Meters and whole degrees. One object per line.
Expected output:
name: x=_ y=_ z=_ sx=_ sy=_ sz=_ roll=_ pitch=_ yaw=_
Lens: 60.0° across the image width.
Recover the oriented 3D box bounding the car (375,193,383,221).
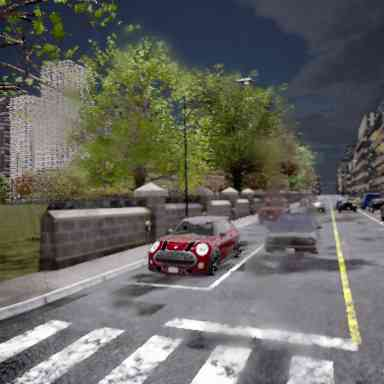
car: x=14.317 y=1.200 z=22.788 sx=2.192 sy=1.841 sz=5.009 roll=-1 pitch=-1 yaw=22

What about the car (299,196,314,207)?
car: x=19.211 y=1.873 z=56.615 sx=2.008 sy=1.369 sz=4.403 roll=-1 pitch=-1 yaw=22

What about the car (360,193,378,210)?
car: x=22.795 y=1.184 z=42.310 sx=2.150 sy=2.045 sz=5.566 roll=-2 pitch=-1 yaw=22

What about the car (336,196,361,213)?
car: x=17.502 y=1.568 z=37.461 sx=1.812 sy=1.442 sz=4.674 roll=-2 pitch=-1 yaw=23

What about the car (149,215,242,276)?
car: x=0.260 y=1.547 z=10.659 sx=1.967 sy=1.590 sz=4.097 roll=-1 pitch=-1 yaw=22

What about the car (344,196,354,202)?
car: x=39.588 y=1.737 z=84.062 sx=1.947 sy=1.339 sz=4.313 roll=-1 pitch=-1 yaw=22

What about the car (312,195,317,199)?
car: x=23.420 y=1.685 z=66.830 sx=2.192 sy=1.841 sz=5.009 roll=-1 pitch=-1 yaw=22

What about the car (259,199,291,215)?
car: x=6.575 y=1.494 z=25.979 sx=2.192 sy=1.841 sz=5.009 roll=-1 pitch=-1 yaw=22

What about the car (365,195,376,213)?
car: x=20.159 y=1.435 z=35.789 sx=1.837 sy=1.490 sz=4.892 roll=-2 pitch=-1 yaw=22

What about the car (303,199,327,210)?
car: x=13.299 y=1.737 z=35.430 sx=1.895 sy=1.301 sz=4.718 roll=-2 pitch=-1 yaw=23

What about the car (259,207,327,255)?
car: x=4.318 y=1.583 z=13.740 sx=2.033 sy=1.411 sz=5.357 roll=-2 pitch=-1 yaw=22

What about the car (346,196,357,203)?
car: x=35.376 y=1.690 z=73.848 sx=1.947 sy=1.339 sz=4.313 roll=-1 pitch=-1 yaw=22

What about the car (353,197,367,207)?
car: x=27.018 y=1.555 z=53.580 sx=1.752 sy=1.417 sz=4.829 roll=-1 pitch=-1 yaw=22
